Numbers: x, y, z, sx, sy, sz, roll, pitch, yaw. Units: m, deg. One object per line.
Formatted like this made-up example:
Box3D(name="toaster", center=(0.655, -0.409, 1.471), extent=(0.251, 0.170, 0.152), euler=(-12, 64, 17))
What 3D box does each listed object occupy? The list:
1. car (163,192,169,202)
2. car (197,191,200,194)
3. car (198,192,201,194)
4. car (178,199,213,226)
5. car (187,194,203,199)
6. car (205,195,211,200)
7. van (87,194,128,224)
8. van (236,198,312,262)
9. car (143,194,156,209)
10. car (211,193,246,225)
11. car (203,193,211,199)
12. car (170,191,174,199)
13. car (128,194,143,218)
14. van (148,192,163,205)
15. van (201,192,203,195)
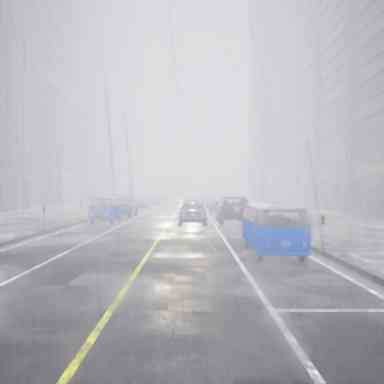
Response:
Box3D(name="car", center=(-5.917, 1.054, 61.990), extent=(1.967, 1.590, 4.097), euler=(0, 0, 0))
Box3D(name="car", center=(2.578, 1.068, 73.408), extent=(1.752, 1.417, 4.829), euler=(0, 0, 0))
Box3D(name="car", center=(2.608, 1.177, 62.021), extent=(1.947, 1.339, 4.313), euler=(0, 0, 0))
Box3D(name="car", center=(0.045, 1.405, 22.343), extent=(2.033, 1.411, 5.357), euler=(0, 0, 0))
Box3D(name="car", center=(-0.007, 1.300, 41.783), extent=(1.994, 1.385, 4.181), euler=(0, 0, 0))
Box3D(name="car", center=(2.679, 1.328, 33.975), extent=(1.887, 1.381, 4.507), euler=(0, 0, 0))
Box3D(name="van", center=(-5.818, 1.198, 22.724), extent=(1.690, 1.788, 3.998), euler=(0, 0, 0))
Box3D(name="van", center=(2.736, 1.266, 11.538), extent=(1.690, 1.788, 3.998), euler=(0, 0, 0))
Box3D(name="car", center=(-5.860, 1.303, 39.553), extent=(2.008, 1.369, 4.403), euler=(0, 0, 0))
Box3D(name="car", center=(2.708, 1.169, 22.756), extent=(2.192, 1.841, 5.009), euler=(0, 0, 0))
Box3D(name="car", center=(2.665, 1.189, 39.583), extent=(1.967, 1.590, 4.097), euler=(0, 0, 0))
Box3D(name="car", center=(-5.960, 1.042, 78.648), extent=(1.752, 1.417, 4.829), euler=(0, 0, 0))
Box3D(name="car", center=(-5.832, 1.137, 28.333), extent=(2.192, 1.841, 5.009), euler=(0, 0, 0))
Box3D(name="van", center=(-5.889, 1.024, 50.771), extent=(1.690, 1.788, 3.998), euler=(0, 0, 0))
Box3D(name="van", center=(2.636, 1.021, 50.801), extent=(1.690, 1.788, 3.998), euler=(0, 0, 0))
